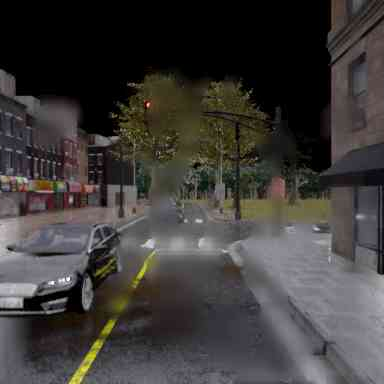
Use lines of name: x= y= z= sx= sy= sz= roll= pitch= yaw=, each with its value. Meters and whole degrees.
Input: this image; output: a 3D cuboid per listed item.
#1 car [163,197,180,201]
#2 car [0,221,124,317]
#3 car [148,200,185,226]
car: x=-2.919 y=1.412 z=41.575 sx=2.097 sy=1.767 sz=4.553 roll=0 pitch=0 yaw=0
car: x=-2.863 y=1.491 z=7.731 sx=2.128 sy=1.511 sz=4.902 roll=0 pitch=0 yaw=0
car: x=-2.003 y=1.560 z=24.080 sx=2.033 sy=1.411 sz=5.357 roll=0 pitch=0 yaw=-16
